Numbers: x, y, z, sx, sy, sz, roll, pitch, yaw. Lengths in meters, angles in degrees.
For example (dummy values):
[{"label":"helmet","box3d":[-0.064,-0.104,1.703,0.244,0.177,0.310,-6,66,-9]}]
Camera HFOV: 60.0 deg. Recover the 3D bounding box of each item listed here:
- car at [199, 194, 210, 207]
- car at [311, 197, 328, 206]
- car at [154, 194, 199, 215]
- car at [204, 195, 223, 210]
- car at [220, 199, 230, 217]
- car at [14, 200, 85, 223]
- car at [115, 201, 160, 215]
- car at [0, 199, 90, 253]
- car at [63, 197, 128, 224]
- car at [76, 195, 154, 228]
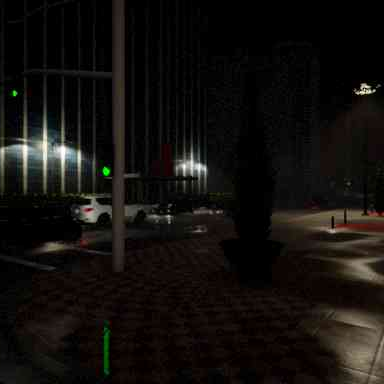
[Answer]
[{"label":"car","box3d":[0.560,1.221,43.472,2.150,2.045,5.566,0,0,35]},{"label":"car","box3d":[20.509,1.505,53.416,1.837,1.490,4.892,0,0,35]},{"label":"car","box3d":[-1.711,1.352,34.113,2.097,1.767,4.553,0,0,35]},{"label":"car","box3d":[4.129,1.491,42.470,2.128,1.511,4.902,0,0,35]},{"label":"car","box3d":[4.864,1.505,30.963,1.837,1.490,4.892,0,0,35]},{"label":"car","box3d":[-11.235,1.478,26.574,1.882,1.535,5.008,0,0,35]},{"label":"car","box3d":[-5.573,1.601,34.699,1.895,1.301,4.718,0,0,35]},{"label":"car","box3d":[-6.956,1.352,13.998,2.097,1.767,4.553,0,0,35]},{"label":"car","box3d":[-7.400,1.352,25.952,2.097,1.767,4.553,0,0,35]},{"label":"car","box3d":[-5.413,1.221,22.335,2.150,2.045,5.566,0,0,35]}]
